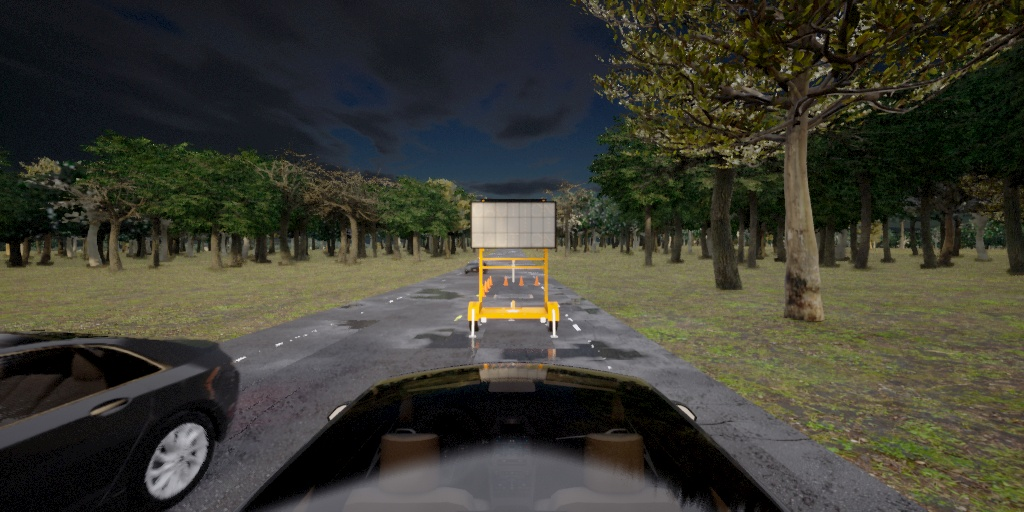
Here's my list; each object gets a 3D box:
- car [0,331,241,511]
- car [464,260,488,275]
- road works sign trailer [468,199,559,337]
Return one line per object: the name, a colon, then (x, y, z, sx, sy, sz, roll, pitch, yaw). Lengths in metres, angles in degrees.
car: (-3.595, 1.255, 1.517, 1.837, 1.490, 4.892, 0, 0, 0)
car: (-3.358, 1.071, 34.348, 1.994, 1.385, 4.181, 0, 1, 0)
road works sign trailer: (0.042, 0.198, 10.177, 2.380, 3.560, 2.880, 0, 0, 0)
